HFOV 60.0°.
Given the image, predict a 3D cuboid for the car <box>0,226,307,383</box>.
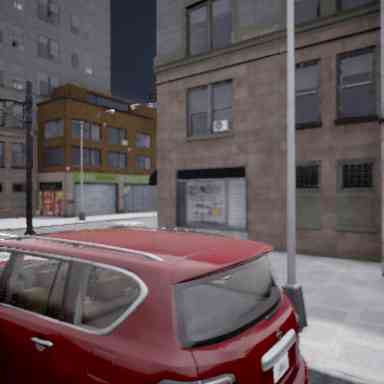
[{"bbox_3d":[-1.312,1.329,3.749,5.009,1.841,2.192,0,0,36],"label":"car"}]
